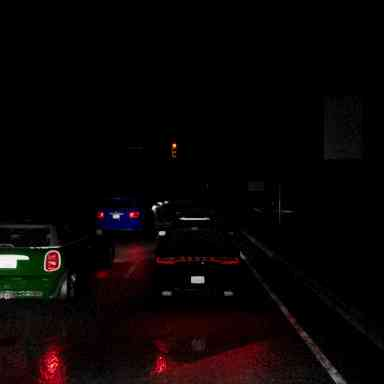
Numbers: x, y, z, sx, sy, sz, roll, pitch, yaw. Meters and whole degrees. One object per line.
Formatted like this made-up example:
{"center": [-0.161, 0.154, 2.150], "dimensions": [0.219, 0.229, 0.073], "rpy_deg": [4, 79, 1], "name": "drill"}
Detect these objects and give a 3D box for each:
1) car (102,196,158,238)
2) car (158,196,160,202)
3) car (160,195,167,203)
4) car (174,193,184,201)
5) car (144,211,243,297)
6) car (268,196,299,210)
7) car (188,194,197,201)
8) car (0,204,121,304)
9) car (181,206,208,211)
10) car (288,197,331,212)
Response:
{"center": [-3.393, 1.221, 17.893], "dimensions": [2.150, 2.045, 5.566], "rpy_deg": [0, 0, 2], "name": "car"}
{"center": [-7.002, 1.505, 55.801], "dimensions": [1.837, 1.490, 4.892], "rpy_deg": [0, 0, 0], "name": "car"}
{"center": [-6.897, 1.547, 68.969], "dimensions": [2.033, 1.411, 5.357], "rpy_deg": [0, 0, 0], "name": "car"}
{"center": [-3.372, 1.218, 85.650], "dimensions": [2.150, 2.045, 5.566], "rpy_deg": [0, 0, 0], "name": "car"}
{"center": [0.113, 1.478, 8.648], "dimensions": [1.882, 1.535, 5.008], "rpy_deg": [0, 0, 0], "name": "car"}
{"center": [12.009, 1.352, 41.970], "dimensions": [4.553, 1.767, 2.097], "rpy_deg": [0, 0, 3], "name": "car"}
{"center": [0.128, 1.348, 85.967], "dimensions": [2.097, 1.767, 4.553], "rpy_deg": [0, 0, 0], "name": "car"}
{"center": [-3.388, 1.352, 8.276], "dimensions": [2.097, 1.767, 4.553], "rpy_deg": [0, 0, 0], "name": "car"}
{"center": [0.127, 1.491, 18.148], "dimensions": [2.128, 1.511, 4.902], "rpy_deg": [0, 0, 0], "name": "car"}
{"center": [13.764, 1.564, 38.361], "dimensions": [4.181, 1.385, 1.994], "rpy_deg": [0, 0, 3], "name": "car"}
